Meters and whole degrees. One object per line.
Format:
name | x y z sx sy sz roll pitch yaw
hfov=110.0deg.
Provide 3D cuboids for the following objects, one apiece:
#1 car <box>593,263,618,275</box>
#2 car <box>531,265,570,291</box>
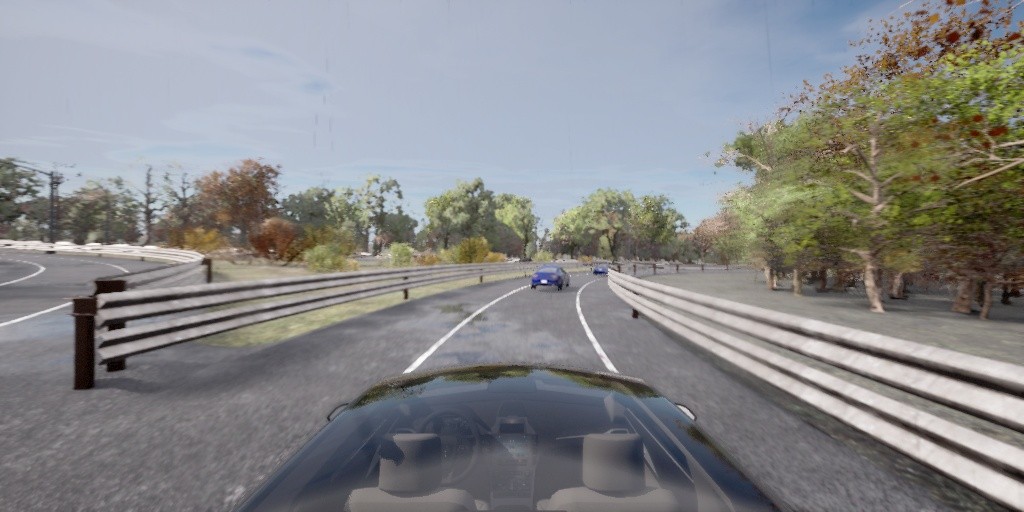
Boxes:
car | 11.455 1.605 43.717 1.994 1.385 4.181 1 0 32
car | 2.459 1.299 22.395 1.812 1.442 4.674 1 0 16
